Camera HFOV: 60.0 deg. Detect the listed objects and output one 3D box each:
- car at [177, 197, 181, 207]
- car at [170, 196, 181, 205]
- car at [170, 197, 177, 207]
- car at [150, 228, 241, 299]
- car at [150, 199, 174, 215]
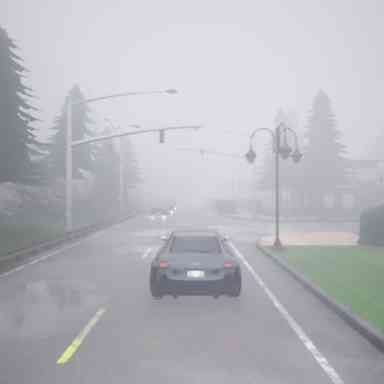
[{"bbox_3d":[-3.511,1.906,59.148,1.837,1.490,4.892,0,0,1],"label":"car"},{"bbox_3d":[-3.427,1.817,70.936,2.097,1.767,4.553,0,0,0],"label":"car"},{"bbox_3d":[-3.547,1.802,47.731,1.882,1.535,5.008,0,0,0],"label":"car"},{"bbox_3d":[0.088,1.624,8.676,1.994,1.385,4.181,0,0,0],"label":"car"},{"bbox_3d":[-3.560,1.805,37.877,2.033,1.411,5.357,0,0,0],"label":"car"}]
